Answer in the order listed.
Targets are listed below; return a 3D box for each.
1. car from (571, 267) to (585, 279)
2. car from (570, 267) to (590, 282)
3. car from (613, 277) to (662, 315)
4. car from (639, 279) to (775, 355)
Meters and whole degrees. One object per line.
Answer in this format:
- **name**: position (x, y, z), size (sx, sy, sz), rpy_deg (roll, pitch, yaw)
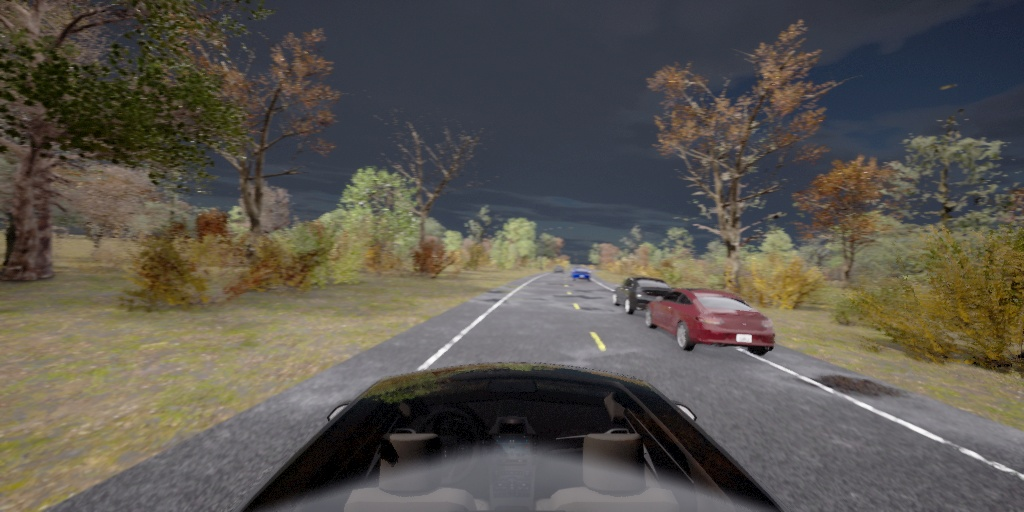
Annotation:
- **car**: position (9.518, 2.352, 52.008), size (1.882, 1.535, 5.008), rpy_deg (2, -1, 10)
- **car**: position (8.047, 2.121, 41.696), size (1.882, 1.535, 5.008), rpy_deg (2, -1, 9)
- **car**: position (5.706, 1.677, 15.753), size (1.837, 1.490, 4.892), rpy_deg (2, -1, 6)
- **car**: position (5.099, 1.598, 9.810), size (1.812, 1.442, 4.674), rpy_deg (3, -1, 6)
